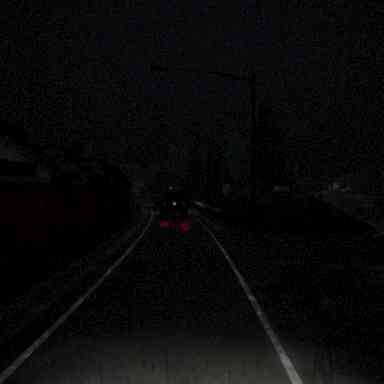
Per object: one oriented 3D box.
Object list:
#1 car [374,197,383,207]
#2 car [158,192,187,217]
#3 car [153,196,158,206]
[{"bbox_3d":[25.248,1.276,43.482,1.994,1.385,4.181,0,0,18],"label":"car"},{"bbox_3d":[-1.663,1.050,29.128,2.150,2.045,5.566,0,0,-6],"label":"car"},{"bbox_3d":[-4.539,1.283,48.104,1.994,1.385,4.181,0,0,-11],"label":"car"}]
